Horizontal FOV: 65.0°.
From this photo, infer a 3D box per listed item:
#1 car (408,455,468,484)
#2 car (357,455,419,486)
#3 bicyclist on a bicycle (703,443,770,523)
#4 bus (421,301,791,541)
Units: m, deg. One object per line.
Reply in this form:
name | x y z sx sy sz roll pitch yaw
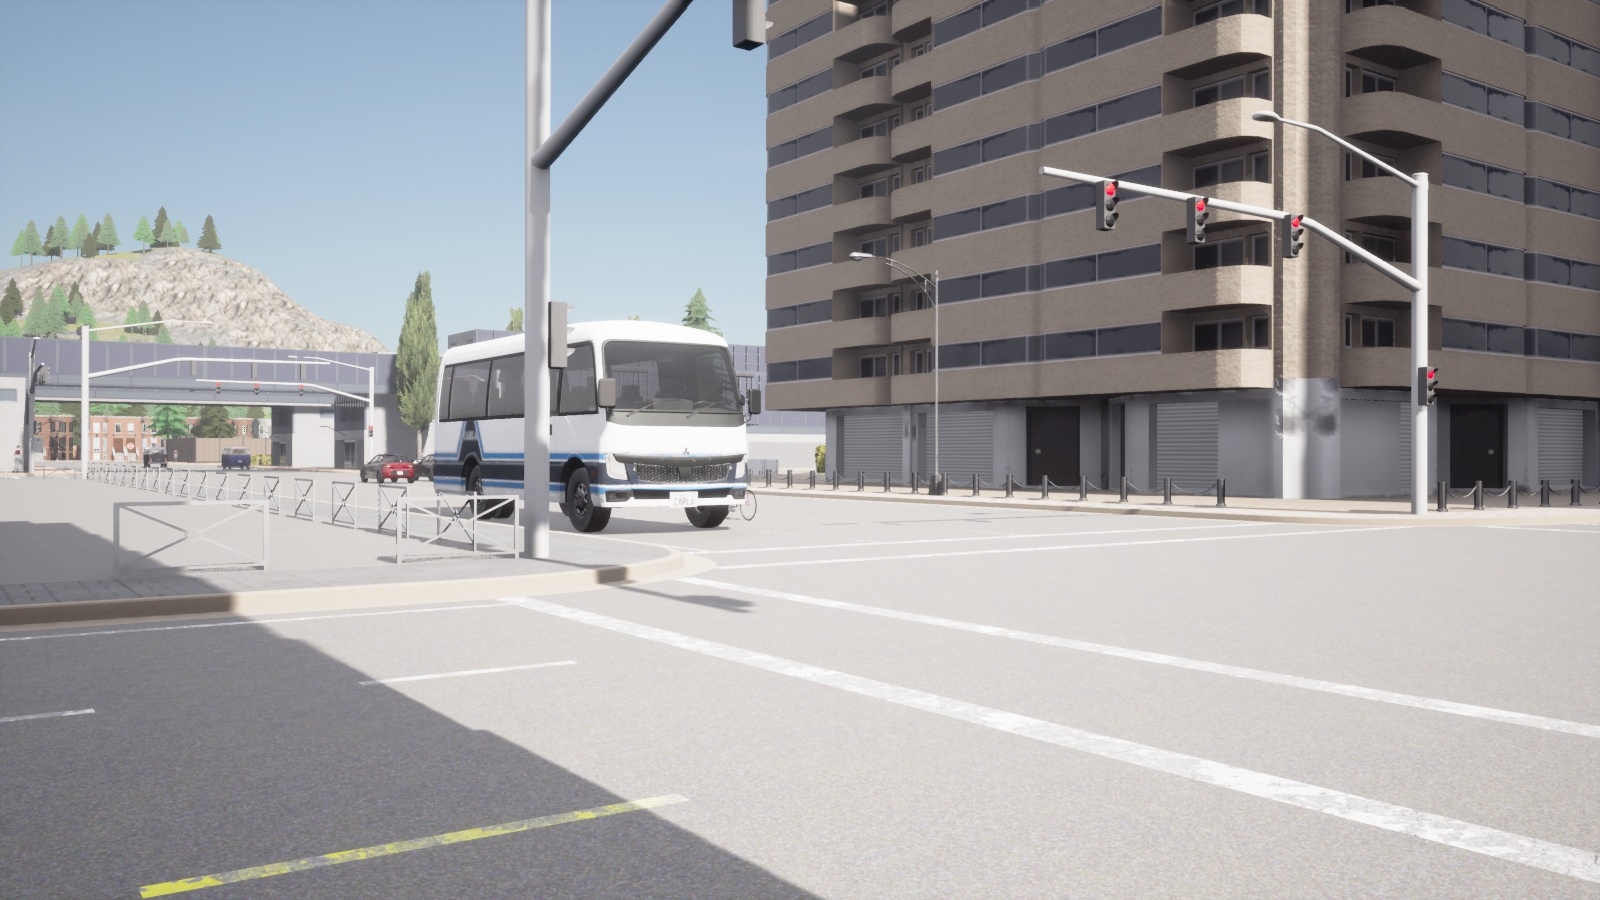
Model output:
car | -19.461 1.020 67.379 1.816 1.474 4.193 0 0 -35
car | -20.704 1.012 63.020 1.816 1.474 4.193 0 0 -35
bicyclist on a bicycle | -1.488 0.745 29.055 0.659 1.776 1.843 0 0 -35
bus | -4.724 -0.499 27.581 3.944 4.253 10.273 0 0 -35
